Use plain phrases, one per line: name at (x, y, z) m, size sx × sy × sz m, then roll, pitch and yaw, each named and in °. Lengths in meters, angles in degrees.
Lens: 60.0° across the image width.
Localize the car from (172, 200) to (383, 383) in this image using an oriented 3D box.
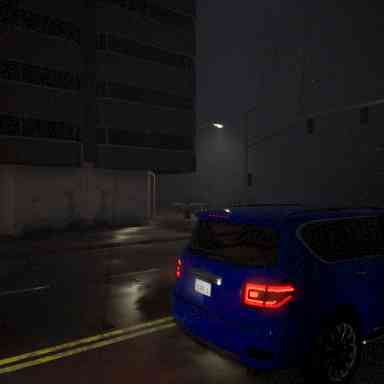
car at (2.328, 1.221, 5.469) m, size 5.566 × 2.045 × 2.150 m, roll 0°, pitch 0°, yaw -35°

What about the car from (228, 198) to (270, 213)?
car at (6.449, 1.505, 38.186) m, size 1.837 × 1.490 × 4.892 m, roll 0°, pitch 0°, yaw -36°

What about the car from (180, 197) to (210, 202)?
car at (-0.176, 1.601, 41.327) m, size 1.895 × 1.301 × 4.718 m, roll 0°, pitch 0°, yaw -36°

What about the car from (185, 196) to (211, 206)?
car at (1.007, 1.478, 57.819) m, size 1.882 × 1.535 × 5.008 m, roll 0°, pitch 0°, yaw -36°

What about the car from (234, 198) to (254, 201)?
car at (5.519, 1.547, 33.615) m, size 2.033 × 1.411 × 5.357 m, roll 0°, pitch 0°, yaw -31°

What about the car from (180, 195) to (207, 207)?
car at (0.165, 1.352, 53.030) m, size 2.097 × 1.767 × 4.553 m, roll 0°, pitch 0°, yaw -36°
